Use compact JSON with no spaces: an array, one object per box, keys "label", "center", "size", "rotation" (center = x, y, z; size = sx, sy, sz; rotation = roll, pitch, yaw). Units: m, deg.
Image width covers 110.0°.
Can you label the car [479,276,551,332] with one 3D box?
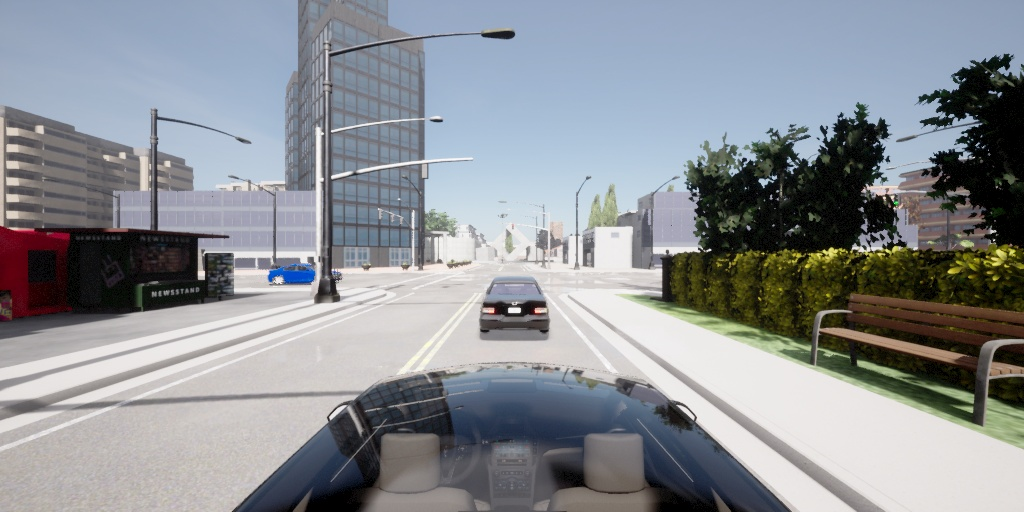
[{"label":"car","center":[0.070,1.297,10.756],"size":[2.033,1.411,5.357],"rotation":[0,0,0]}]

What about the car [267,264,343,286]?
[{"label":"car","center":[-15.006,1.319,26.178],"size":[5.008,1.535,1.882],"rotation":[-1,0,0]}]
